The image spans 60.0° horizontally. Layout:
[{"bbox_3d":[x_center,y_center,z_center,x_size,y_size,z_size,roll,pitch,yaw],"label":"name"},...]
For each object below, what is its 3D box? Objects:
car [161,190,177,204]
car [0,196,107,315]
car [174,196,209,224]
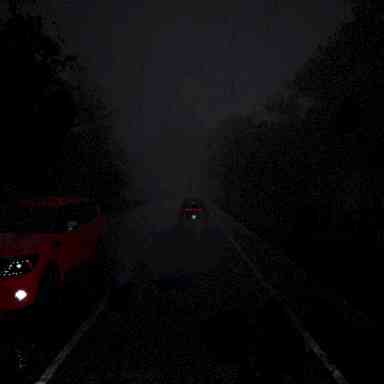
[{"bbox_3d":[-3.525,0.679,51.214,2.150,2.045,5.566,0,0,0],"label":"car"},{"bbox_3d":[-3.594,1.152,7.749,2.150,2.045,5.566,0,1,0],"label":"car"},{"bbox_3d":[0.121,1.265,22.570,2.128,1.511,4.902,0,1,0],"label":"car"}]
